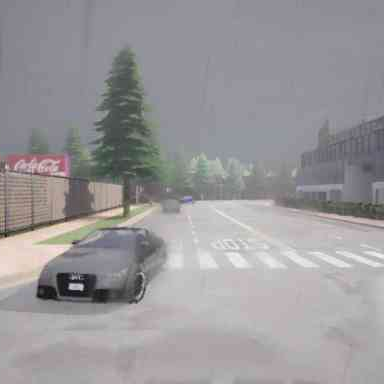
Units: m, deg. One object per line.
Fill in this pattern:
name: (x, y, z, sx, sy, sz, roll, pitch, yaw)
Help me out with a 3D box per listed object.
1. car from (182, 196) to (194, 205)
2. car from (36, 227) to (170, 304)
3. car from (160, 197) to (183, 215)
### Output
car: (-1.155, 1.419, 60.106, 1.882, 1.535, 5.008, 0, 0, 21)
car: (-1.854, 1.571, 8.147, 1.994, 1.385, 4.181, 0, 0, 9)
car: (-2.150, 1.547, 34.674, 1.837, 1.490, 4.892, 0, 0, -2)
